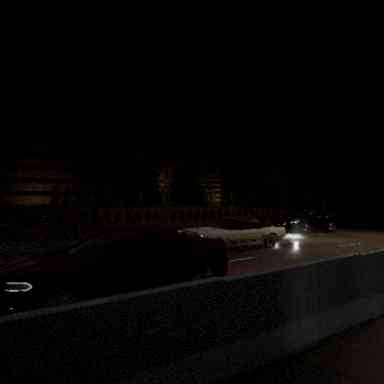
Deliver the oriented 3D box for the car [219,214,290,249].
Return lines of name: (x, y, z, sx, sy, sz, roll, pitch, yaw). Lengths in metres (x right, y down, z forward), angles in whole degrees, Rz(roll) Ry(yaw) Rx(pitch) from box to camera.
car: (1.670, 1.701, 13.783, 4.718, 1.301, 1.895, 1, 0, -36)

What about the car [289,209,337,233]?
car: (7.813, 1.897, 22.464, 4.892, 1.490, 1.837, 3, -2, -35)

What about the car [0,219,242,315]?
car: (-1.452, 1.509, 7.257, 5.008, 1.535, 1.882, 1, 0, -35)
